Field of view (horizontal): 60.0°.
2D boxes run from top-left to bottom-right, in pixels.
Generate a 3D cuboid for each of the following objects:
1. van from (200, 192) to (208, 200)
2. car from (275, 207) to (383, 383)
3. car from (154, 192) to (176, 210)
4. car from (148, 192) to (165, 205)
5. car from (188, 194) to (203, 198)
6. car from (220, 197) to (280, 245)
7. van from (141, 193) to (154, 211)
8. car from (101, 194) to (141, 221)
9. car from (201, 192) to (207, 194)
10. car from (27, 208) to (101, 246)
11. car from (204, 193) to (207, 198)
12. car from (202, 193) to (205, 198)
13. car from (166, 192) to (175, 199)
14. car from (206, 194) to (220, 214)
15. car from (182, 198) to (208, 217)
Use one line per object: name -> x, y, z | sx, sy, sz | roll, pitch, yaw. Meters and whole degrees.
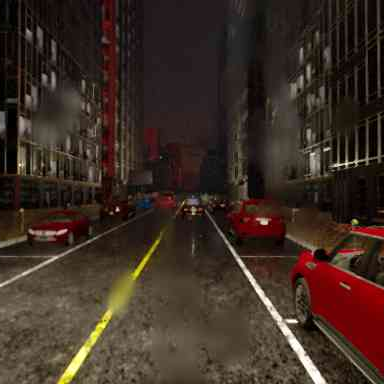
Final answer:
van -> 2.731, 0.905, 76.256 | 1.690, 1.788, 3.998 | 1, 0, 0
car -> 2.709, 1.292, 3.753 | 2.192, 1.841, 5.009 | 1, 0, 0
car -> -3.080, 0.991, 39.482 | 2.150, 2.045, 5.566 | 0, 1, 0
car -> -5.623, 1.005, 53.835 | 2.192, 1.841, 5.009 | 1, 0, 0
car -> 0.111, 1.270, 44.120 | 1.812, 1.442, 4.674 | 0, 0, 0
car -> 2.713, 1.228, 14.907 | 2.192, 1.841, 5.009 | 1, 0, 0
van -> -5.670, 1.126, 37.111 | 1.690, 1.788, 3.998 | 1, 0, 0
car -> -5.664, 1.164, 25.959 | 2.192, 1.841, 5.009 | 1, 0, 0
car -> 2.724, 1.151, 65.273 | 1.752, 1.417, 4.829 | 1, 0, 0
car -> -5.673, 1.495, 14.811 | 1.802, 1.307, 4.206 | 1, 0, 0
car -> 2.717, 1.224, 37.216 | 1.967, 1.590, 4.097 | 1, 0, 0
car -> 2.719, 1.245, 48.541 | 1.752, 1.417, 4.829 | 1, 0, 0
car -> -5.615, 0.943, 87.287 | 1.967, 1.590, 4.097 | 1, 0, 0
car -> 2.715, 1.256, 31.639 | 1.967, 1.590, 4.097 | 1, 0, 0
car -> 0.109, 1.433, 28.746 | 1.895, 1.301, 4.718 | 0, 0, 0
